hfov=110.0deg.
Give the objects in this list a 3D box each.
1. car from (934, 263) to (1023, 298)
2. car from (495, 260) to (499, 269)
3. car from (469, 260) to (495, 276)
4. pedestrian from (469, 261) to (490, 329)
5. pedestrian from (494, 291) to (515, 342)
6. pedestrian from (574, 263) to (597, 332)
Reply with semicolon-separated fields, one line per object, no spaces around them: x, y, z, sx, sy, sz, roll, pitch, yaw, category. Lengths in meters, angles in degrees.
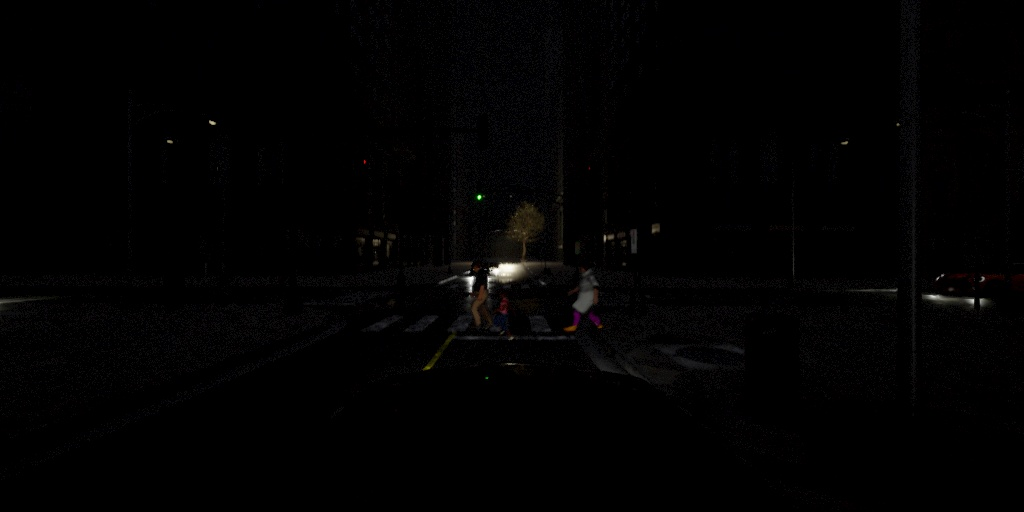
24.507;1.129;18.159;4.553;1.767;2.097;0;0;0;car
-2.912;1.217;53.371;1.895;1.301;4.718;0;0;1;car
-2.988;1.157;35.033;1.837;1.490;4.892;0;0;0;car
-0.865;1.021;9.540;0.375;1.860;0.375;0;0;0;pedestrian
-0.168;1.024;8.338;0.375;1.860;0.375;0;0;0;pedestrian
1.826;1.022;8.933;0.375;1.860;0.375;0;0;0;pedestrian
